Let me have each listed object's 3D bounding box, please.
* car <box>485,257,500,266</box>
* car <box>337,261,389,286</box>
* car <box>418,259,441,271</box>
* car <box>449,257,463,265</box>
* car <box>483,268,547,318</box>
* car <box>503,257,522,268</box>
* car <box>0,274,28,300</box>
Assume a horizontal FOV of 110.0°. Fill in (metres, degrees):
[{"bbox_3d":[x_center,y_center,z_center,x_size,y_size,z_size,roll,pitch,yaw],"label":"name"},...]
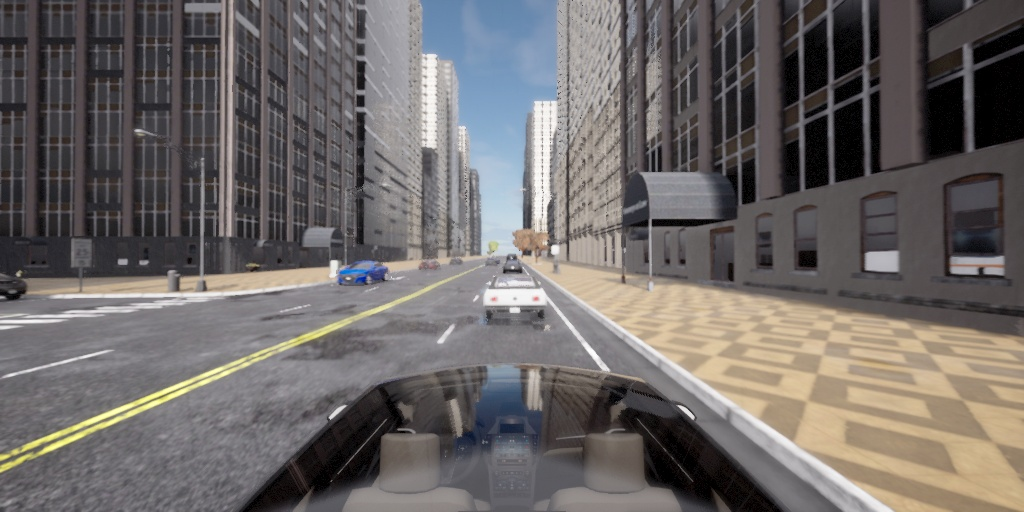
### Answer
[{"bbox_3d":[-3.288,0.865,57.526,2.128,1.511,4.902,0,0,0],"label":"car"},{"bbox_3d":[-9.864,1.076,24.095,1.882,1.535,5.008,0,0,0],"label":"car"},{"bbox_3d":[-9.860,1.034,43.094,1.994,1.385,4.181,0,0,0],"label":"car"},{"bbox_3d":[-9.792,0.914,63.348,1.994,1.385,4.181,0,0,0],"label":"car"},{"bbox_3d":[0.090,1.283,12.634,1.895,1.301,4.718,0,0,0],"label":"car"},{"bbox_3d":[0.074,1.071,37.646,1.994,1.385,4.181,0,0,0],"label":"car"},{"bbox_3d":[-25.675,1.473,16.847,4.403,1.370,2.007,0,0,-1],"label":"car"}]
